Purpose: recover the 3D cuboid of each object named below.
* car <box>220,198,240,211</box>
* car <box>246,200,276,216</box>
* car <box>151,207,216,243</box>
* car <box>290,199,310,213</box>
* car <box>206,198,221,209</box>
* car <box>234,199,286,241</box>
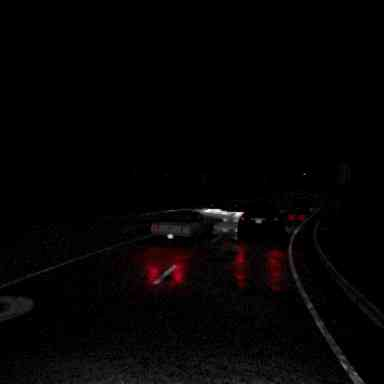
[{"bbox_3d":[5.310,1.527,39.985,1.812,1.442,4.674,1,1,24],"label":"car"},{"bbox_3d":[7.476,1.603,35.760,2.033,1.411,5.357,1,1,24],"label":"car"},{"bbox_3d":[-0.259,1.648,16.670,1.895,1.301,4.718,0,0,18],"label":"car"},{"bbox_3d":[12.446,1.548,38.290,2.128,1.511,4.902,1,1,24],"label":"car"},{"bbox_3d":[3.322,1.506,44.107,1.994,1.385,4.181,1,1,24],"label":"car"},{"bbox_3d":[3.824,1.437,17.705,2.097,1.767,4.553,1,0,18],"label":"car"}]
